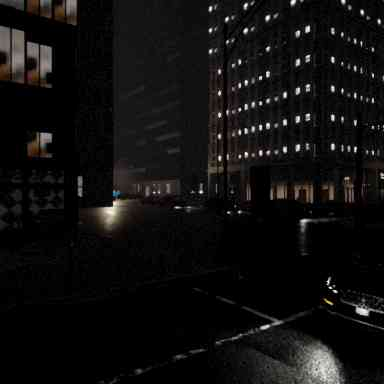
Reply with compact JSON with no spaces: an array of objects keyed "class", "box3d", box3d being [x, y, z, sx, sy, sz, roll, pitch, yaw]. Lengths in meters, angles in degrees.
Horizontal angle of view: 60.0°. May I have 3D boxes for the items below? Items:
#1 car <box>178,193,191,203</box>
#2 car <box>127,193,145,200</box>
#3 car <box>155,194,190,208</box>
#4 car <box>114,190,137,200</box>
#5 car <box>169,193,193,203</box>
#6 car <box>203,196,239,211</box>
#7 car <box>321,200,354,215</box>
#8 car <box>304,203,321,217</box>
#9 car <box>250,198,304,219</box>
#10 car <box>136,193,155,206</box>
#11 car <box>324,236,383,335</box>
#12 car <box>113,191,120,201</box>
[{"class":"car","box3d":[-2.444,1.055,45.176,1.882,1.535,5.008,0,1,-34]},{"class":"car","box3d":[-11.498,0.861,67.799,1.947,1.339,4.313,1,0,-36]},{"class":"car","box3d":[-2.477,1.209,40.515,1.802,1.307,4.206,1,0,-33]},{"class":"car","box3d":[-13.275,0.783,65.980,1.882,1.535,5.008,0,1,-36]},{"class":"car","box3d":[-1.855,0.923,54.351,1.967,1.590,4.097,1,0,-35]},{"class":"car","box3d":[3.164,1.186,36.463,2.128,1.511,4.902,0,1,-32]},{"class":"car","box3d":[13.037,1.374,31.249,1.802,1.307,4.206,1,0,-32]},{"class":"car","box3d":[8.182,1.306,28.499,1.837,1.490,4.892,0,1,-32]},{"class":"car","box3d":[6.417,1.397,26.558,1.802,1.307,4.206,1,0,-32]},{"class":"car","box3d":[-5.425,1.091,45.011,1.752,1.417,4.829,1,0,-33]},{"class":"car","box3d":[4.469,1.503,6.302,4.892,1.490,1.837,0,0,-36]},{"class":"car","box3d":[-14.969,0.917,58.893,1.887,1.381,4.507,1,0,-35]}]
